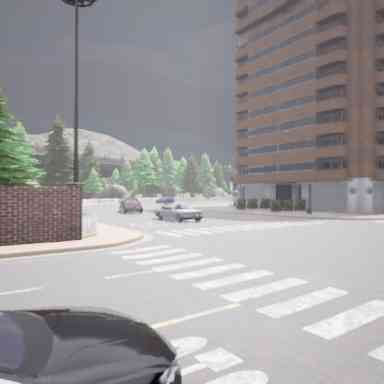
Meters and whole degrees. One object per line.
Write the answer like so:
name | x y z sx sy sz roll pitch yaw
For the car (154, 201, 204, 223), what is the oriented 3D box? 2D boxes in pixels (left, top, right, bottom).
car | -1.096 1.587 25.831 1.895 1.301 4.718 0 0 -34

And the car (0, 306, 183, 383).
car | -2.297 1.489 2.108 4.902 1.511 2.128 0 0 -36

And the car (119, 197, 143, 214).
car | -6.483 1.514 35.029 1.812 1.442 4.674 0 0 -22

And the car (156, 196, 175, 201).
car | -5.042 1.578 63.969 1.812 1.442 4.674 0 0 31

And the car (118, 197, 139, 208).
car | -9.188 1.511 48.585 1.837 1.490 4.892 0 0 4
